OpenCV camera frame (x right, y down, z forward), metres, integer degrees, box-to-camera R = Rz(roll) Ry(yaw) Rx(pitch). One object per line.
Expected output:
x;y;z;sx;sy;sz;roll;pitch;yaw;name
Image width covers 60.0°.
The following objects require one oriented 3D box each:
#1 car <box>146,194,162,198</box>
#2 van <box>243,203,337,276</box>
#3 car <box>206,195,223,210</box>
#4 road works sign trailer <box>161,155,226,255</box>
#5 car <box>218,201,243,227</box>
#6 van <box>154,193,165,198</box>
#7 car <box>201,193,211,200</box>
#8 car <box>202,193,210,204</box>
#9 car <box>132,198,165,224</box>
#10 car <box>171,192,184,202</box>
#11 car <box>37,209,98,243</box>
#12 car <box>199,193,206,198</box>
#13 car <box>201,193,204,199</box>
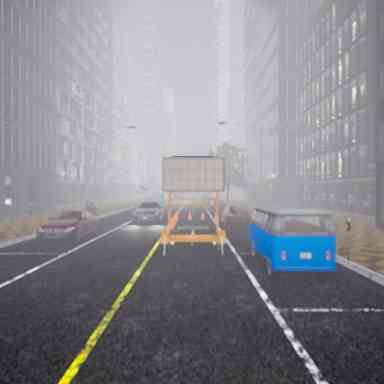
-5.499;1.285;44.002;2.008;1.369;4.403;0;0;0;car
2.731;1.281;9.807;1.690;1.788;3.998;0;0;0;van
2.857;1.351;38.269;1.802;1.307;4.206;0;0;0;car
0.054;0.386;12.832;2.380;3.560;2.880;0;0;0;road works sign trailer
2.782;1.454;21.192;1.802;1.307;4.206;0;0;0;car
-5.448;0.998;55.385;1.690;1.788;3.998;0;0;0;van
3.008;0.968;72.421;1.967;1.590;4.097;0;0;0;car
2.907;1.247;49.653;2.008;1.369;4.403;0;0;0;car
-2.999;1.384;23.506;1.812;1.442;4.674;0;0;0;car
-2.737;0.809;64.625;2.150;2.045;5.566;0;0;1;car
-5.624;1.488;15.539;1.802;1.307;4.206;0;0;0;car
3.108;0.894;95.191;1.887;1.381;4.507;0;0;0;car
2.932;1.207;55.346;2.008;1.369;4.403;0;0;0;car
